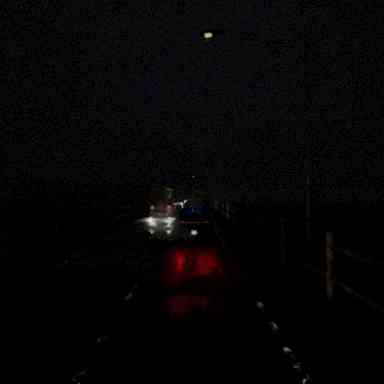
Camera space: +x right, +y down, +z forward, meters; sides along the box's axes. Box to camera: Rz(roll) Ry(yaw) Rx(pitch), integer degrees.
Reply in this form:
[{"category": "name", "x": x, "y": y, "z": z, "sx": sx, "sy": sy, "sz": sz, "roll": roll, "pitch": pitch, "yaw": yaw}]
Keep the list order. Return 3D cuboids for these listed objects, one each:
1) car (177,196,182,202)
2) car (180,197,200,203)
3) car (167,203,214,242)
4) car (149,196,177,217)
[{"category": "car", "x": -2.761, "y": 1.554, "z": 72.372, "sx": 1.812, "sy": 1.442, "sz": 4.674, "roll": 0, "pitch": 0, "yaw": 0}, {"category": "car", "x": 0.094, "y": 1.571, "z": 33.737, "sx": 1.882, "sy": 1.535, "sz": 5.008, "roll": 0, "pitch": 0, "yaw": 0}, {"category": "car", "x": 0.095, "y": 1.540, "z": 16.735, "sx": 2.128, "sy": 1.511, "sz": 4.902, "roll": 0, "pitch": 0, "yaw": 0}, {"category": "car", "x": -2.851, "y": 1.441, "z": 32.069, "sx": 2.097, "sy": 1.767, "sz": 4.553, "roll": 0, "pitch": 0, "yaw": 0}]
